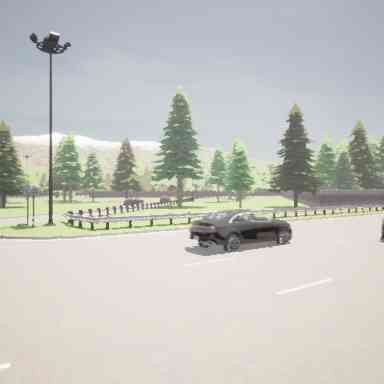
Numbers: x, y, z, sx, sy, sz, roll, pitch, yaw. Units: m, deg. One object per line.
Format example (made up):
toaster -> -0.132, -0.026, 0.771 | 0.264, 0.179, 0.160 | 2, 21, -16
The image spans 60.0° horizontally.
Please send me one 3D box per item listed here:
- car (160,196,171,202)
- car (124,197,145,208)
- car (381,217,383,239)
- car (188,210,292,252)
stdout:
car -> -5.586, 1.524, 69.768 | 1.812, 1.442, 4.674 | 0, 0, 5
car -> -8.091, 1.490, 47.009 | 2.128, 1.511, 4.902 | 0, 0, 9
car -> 11.031, 1.350, 15.880 | 4.553, 1.767, 2.097 | 0, 0, -35
car -> 2.134, 1.492, 13.848 | 4.902, 1.511, 2.128 | 0, 0, -35
